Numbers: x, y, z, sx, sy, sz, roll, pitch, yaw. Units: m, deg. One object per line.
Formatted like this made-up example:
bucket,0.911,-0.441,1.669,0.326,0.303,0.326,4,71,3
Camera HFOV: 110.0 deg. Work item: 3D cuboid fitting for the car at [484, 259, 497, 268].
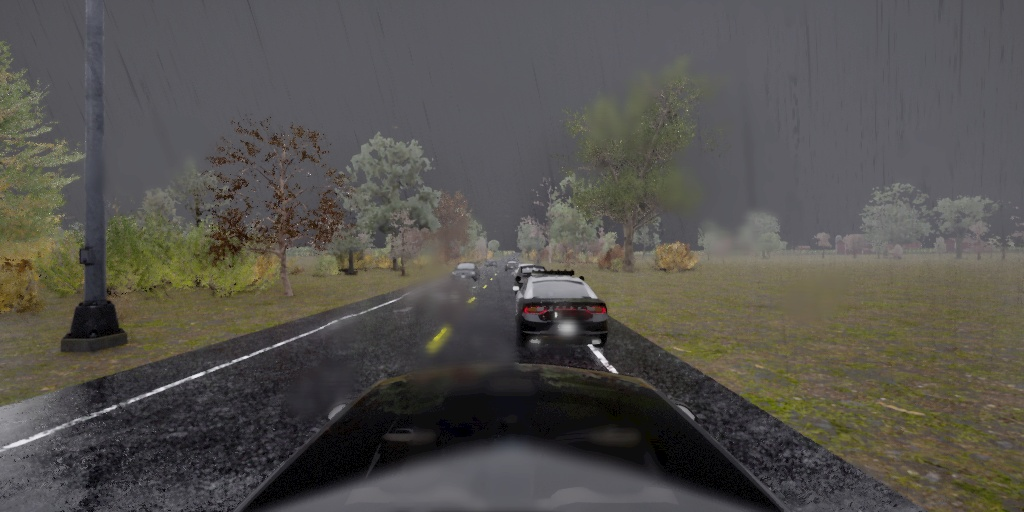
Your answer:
car,-3.479,1.244,60.038,1.994,1.385,4.181,0,0,0

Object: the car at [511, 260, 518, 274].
car,1.058,1.262,25.307,1.812,1.442,4.674,0,0,0

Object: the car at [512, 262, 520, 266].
car,1.056,1.246,19.306,1.837,1.490,4.892,0,0,0

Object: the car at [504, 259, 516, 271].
car,0.051,1.232,47.420,1.812,1.442,4.674,0,0,1

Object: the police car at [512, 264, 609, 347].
police car,1.053,1.172,9.415,1.930,1.638,5.238,0,0,0

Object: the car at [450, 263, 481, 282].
car,-3.591,1.259,28.714,1.812,1.442,4.674,0,0,0
